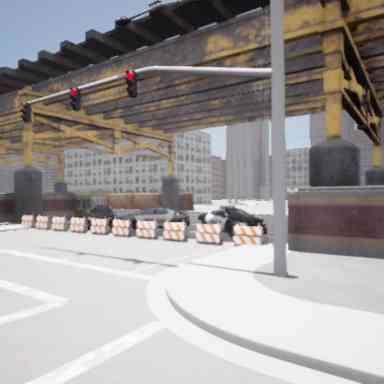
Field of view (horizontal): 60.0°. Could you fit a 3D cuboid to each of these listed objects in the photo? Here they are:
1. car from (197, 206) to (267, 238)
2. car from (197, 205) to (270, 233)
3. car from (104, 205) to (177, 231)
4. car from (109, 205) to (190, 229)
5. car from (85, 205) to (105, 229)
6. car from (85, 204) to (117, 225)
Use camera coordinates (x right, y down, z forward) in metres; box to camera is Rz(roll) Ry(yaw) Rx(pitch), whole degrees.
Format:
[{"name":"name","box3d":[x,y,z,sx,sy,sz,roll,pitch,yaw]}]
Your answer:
[{"name":"car","box3d":[2.186,1.570,18.567,2.038,1.542,4.974,0,0,-26]},{"name":"car","box3d":[2.161,1.413,18.614,1.853,1.218,4.536,0,0,-26]},{"name":"car","box3d":[-2.641,1.641,21.040,4.974,1.542,2.038,-1,0,-1]},{"name":"car","box3d":[-2.591,1.483,21.043,4.536,1.218,1.853,-1,0,-1]},{"name":"car","box3d":[-6.399,1.702,23.707,2.038,1.542,4.974,-1,0,-11]},{"name":"car","box3d":[-6.410,1.545,23.760,1.853,1.218,4.536,-1,0,-11]}]
